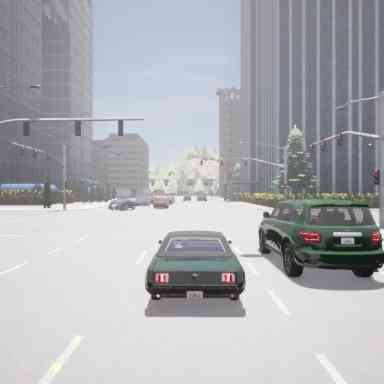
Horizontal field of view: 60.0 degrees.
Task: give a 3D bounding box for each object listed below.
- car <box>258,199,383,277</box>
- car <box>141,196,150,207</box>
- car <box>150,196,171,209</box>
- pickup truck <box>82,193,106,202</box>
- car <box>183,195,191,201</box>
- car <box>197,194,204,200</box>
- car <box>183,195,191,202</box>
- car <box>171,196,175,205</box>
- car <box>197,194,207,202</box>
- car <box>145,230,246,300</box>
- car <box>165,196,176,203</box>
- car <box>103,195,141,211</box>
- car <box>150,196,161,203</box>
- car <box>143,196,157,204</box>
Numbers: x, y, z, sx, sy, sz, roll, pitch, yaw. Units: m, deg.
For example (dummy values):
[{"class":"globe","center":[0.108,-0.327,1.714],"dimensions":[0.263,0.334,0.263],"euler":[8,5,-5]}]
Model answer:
[{"class":"car","center":[3.588,1.221,10.349],"dimensions":[2.150,2.045,5.566],"euler":[0,0,0]},{"class":"car","center":[-7.817,1.526,52.051],"dimensions":[1.812,1.442,4.674],"euler":[0,0,-1]},{"class":"car","center":[-4.215,1.478,45.351],"dimensions":[1.882,1.535,5.008],"euler":[0,0,-1]},{"class":"pickup truck","center":[-21.151,1.058,73.381],"dimensions":[2.390,2.098,6.274],"euler":[0,0,30]},{"class":"car","center":[-1.244,1.540,88.871],"dimensions":[2.033,1.411,5.357],"euler":[0,0,-1]},{"class":"car","center":[2.254,1.386,89.065],"dimensions":[1.882,1.535,5.008],"euler":[0,0,-1]},{"class":"car","center":[-1.099,1.500,78.516],"dimensions":[1.837,1.490,4.892],"euler":[0,0,-1]},{"class":"car","center":[-4.395,1.601,58.832],"dimensions":[1.895,1.301,4.718],"euler":[0,0,-1]},{"class":"car","center":[2.397,1.348,78.784],"dimensions":[2.097,1.767,4.553],"euler":[0,0,-1]},{"class":"car","center":[0.076,1.601,8.321],"dimensions":[1.895,1.301,4.718],"euler":[0,0,0]},{"class":"car","center":[-4.474,1.522,69.478],"dimensions":[2.128,1.511,4.902],"euler":[0,0,-1]},{"class":"car","center":[-8.499,1.492,40.691],"dimensions":[2.128,1.511,4.902],"euler":[0,0,12]},{"class":"car","center":[-8.029,1.594,73.432],"dimensions":[1.895,1.301,4.718],"euler":[0,0,-1]},{"class":"car","center":[-7.936,1.491,62.966],"dimensions":[2.128,1.511,4.902],"euler":[0,0,0]}]
